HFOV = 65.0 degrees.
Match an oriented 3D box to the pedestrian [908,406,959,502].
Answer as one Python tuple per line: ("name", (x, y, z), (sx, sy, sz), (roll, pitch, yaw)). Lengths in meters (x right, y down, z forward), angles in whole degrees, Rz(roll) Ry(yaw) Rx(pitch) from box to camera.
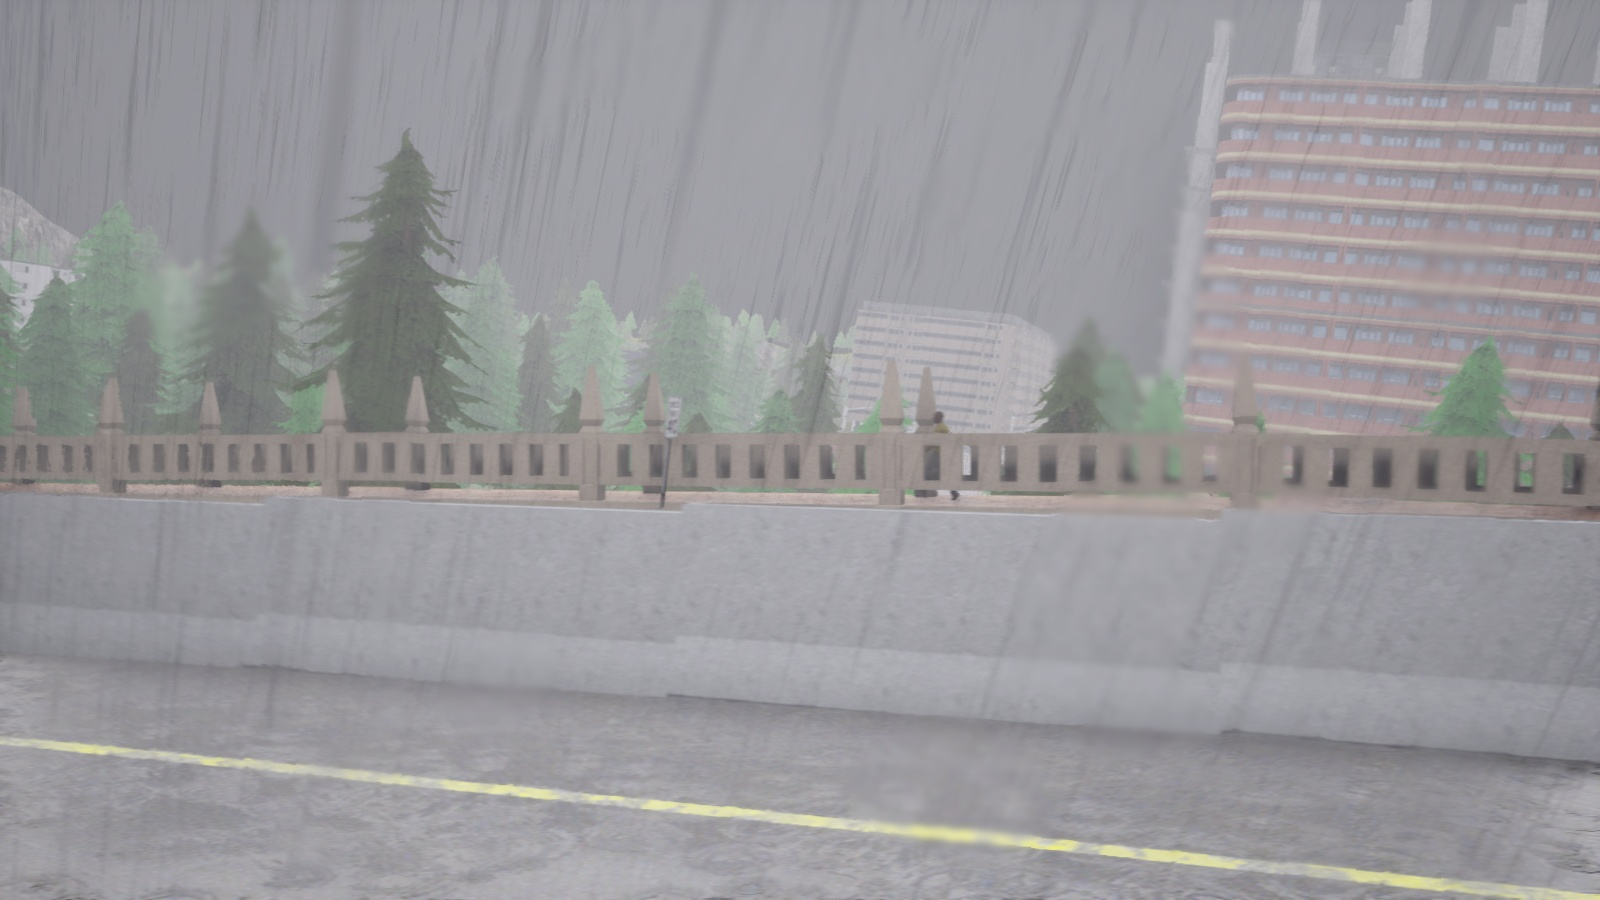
("pedestrian", (2.673, 0.082, 25.212), (0.726, 1.835, 0.370), (8, 3, 19))
